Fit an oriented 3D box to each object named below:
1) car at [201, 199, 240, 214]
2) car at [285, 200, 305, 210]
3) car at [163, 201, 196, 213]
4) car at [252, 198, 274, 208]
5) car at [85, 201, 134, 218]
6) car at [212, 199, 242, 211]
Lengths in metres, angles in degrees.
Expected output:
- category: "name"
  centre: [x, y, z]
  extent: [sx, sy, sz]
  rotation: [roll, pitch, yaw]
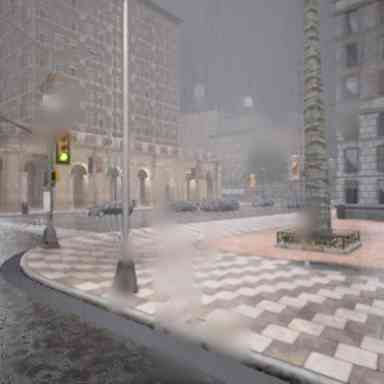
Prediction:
- category: "car"
  centre: [3.292, 1.758, 39.355]
  extent: [2.033, 1.411, 5.357]
  rotation: [0, 0, 41]
- category: "car"
  centre: [15.367, 1.824, 48.180]
  extent: [2.033, 1.411, 5.357]
  rotation: [0, 0, 40]
- category: "car"
  centre: [-1.471, 1.768, 39.481]
  extent: [1.994, 1.385, 4.181]
  rotation: [0, 0, 41]
- category: "car"
  centre: [11.753, 1.798, 54.999]
  extent: [2.128, 1.511, 4.902]
  rotation: [0, 0, 40]
- category: "car"
  centre: [-7.883, 1.647, 31.974]
  extent: [2.128, 1.511, 4.902]
  rotation: [0, 0, 42]
- category: "car"
  centre: [5.006, 1.759, 47.071]
  extent: [1.837, 1.490, 4.892]
  rotation: [0, 0, 40]
